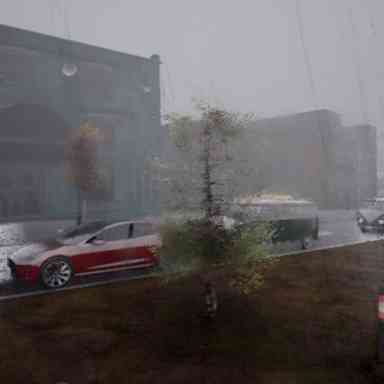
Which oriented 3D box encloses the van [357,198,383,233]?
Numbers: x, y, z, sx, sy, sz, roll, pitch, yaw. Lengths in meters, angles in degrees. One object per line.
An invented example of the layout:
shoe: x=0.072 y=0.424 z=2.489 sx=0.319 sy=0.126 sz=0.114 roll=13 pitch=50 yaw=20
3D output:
van: x=11.025 y=1.345 z=18.786 sx=4.442 sy=1.987 sz=1.878 roll=2 pitch=-1 yaw=-38

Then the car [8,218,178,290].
car: x=-2.284 y=1.479 z=9.091 sx=4.792 sy=1.488 sz=2.163 roll=2 pitch=-1 yaw=-37

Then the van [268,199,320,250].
van: x=3.016 y=1.272 z=12.879 sx=4.442 sy=1.987 sz=1.878 roll=2 pitch=-1 yaw=-38
